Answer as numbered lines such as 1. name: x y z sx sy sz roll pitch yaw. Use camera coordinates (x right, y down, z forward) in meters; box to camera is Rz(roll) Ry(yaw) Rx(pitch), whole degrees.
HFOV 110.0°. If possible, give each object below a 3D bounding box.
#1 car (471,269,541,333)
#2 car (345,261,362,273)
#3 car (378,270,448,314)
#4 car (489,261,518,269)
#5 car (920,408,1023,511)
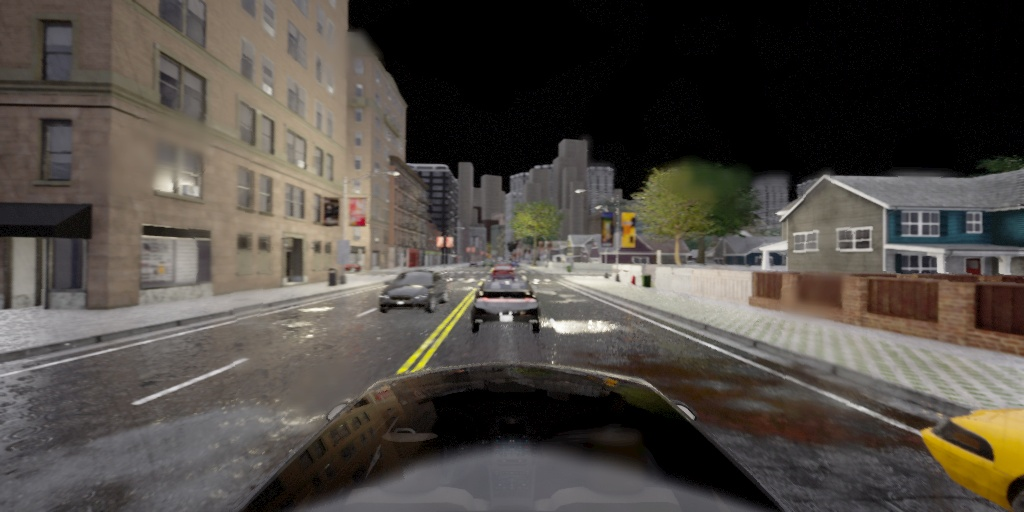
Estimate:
1. car: -0.202 1.322 11.114 2.128 1.511 4.902 1 -1 -2
2. car: -21.582 1.336 46.032 4.097 1.591 1.967 0 0 -2
3. car: -3.737 1.327 14.244 1.837 1.490 4.892 1 -1 -2
4. car: -0.769 1.481 31.299 1.882 1.535 5.008 1 -1 -2
5. car: 4.222 1.240 0.475 1.801 1.575 5.366 1 -1 -2
